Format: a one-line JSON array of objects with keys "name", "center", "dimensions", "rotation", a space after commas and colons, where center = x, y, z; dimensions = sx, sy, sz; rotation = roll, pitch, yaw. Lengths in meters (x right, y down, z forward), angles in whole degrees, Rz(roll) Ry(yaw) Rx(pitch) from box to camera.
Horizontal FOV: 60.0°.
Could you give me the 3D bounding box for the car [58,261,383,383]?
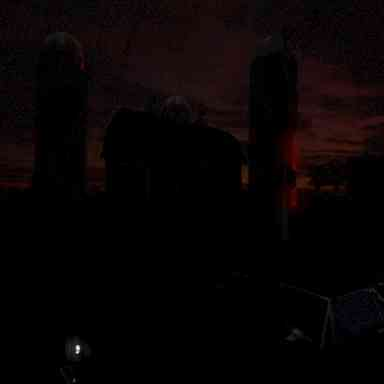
[{"name": "car", "center": [1.049, 1.627, 3.914], "dimensions": [4.718, 1.301, 1.895], "rotation": [1, 0, -37]}]
